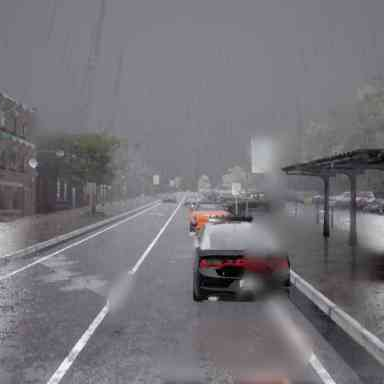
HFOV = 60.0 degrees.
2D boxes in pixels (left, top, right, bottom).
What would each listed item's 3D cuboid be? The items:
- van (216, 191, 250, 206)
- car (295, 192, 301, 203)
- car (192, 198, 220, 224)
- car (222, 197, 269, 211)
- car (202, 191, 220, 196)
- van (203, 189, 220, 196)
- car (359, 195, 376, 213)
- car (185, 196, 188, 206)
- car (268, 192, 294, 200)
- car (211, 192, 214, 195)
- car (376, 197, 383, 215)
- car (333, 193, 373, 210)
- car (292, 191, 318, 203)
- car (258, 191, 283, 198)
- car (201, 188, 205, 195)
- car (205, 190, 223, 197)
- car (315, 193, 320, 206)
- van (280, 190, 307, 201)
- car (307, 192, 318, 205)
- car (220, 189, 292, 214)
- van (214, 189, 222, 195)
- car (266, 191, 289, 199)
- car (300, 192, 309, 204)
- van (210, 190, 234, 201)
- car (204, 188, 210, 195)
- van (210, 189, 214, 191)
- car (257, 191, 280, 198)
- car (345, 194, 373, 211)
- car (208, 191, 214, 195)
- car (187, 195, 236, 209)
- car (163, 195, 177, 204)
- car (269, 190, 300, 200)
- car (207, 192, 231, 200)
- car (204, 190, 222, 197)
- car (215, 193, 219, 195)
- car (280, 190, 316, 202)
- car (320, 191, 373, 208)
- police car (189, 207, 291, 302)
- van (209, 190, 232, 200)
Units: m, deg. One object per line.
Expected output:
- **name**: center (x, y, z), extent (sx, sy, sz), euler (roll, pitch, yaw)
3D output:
- **van**: center (5.734, 0.900, 46.871), extent (4.442, 1.987, 1.878), euler (0, 1, 0)
- **car**: center (18.656, 1.119, 50.393), extent (4.792, 1.488, 2.163), euler (0, 1, 0)
- **car**: center (0.925, 1.303, 24.526), extent (1.801, 1.575, 5.366), euler (0, 1, 0)
- **car**: center (5.658, 1.273, 35.658), extent (4.674, 1.452, 2.002), euler (0, 1, 0)
- **car**: center (5.450, 0.365, 94.529), extent (5.008, 1.535, 2.097), euler (0, 1, 0)
- **van**: center (5.348, 0.187, 91.722), extent (4.442, 1.987, 1.878), euler (0, 1, 0)
- **car**: center (18.758, 1.277, 30.965), extent (4.892, 1.521, 2.231), euler (0, 1, 0)
- **car**: center (-0.060, 1.214, 46.852), extent (1.895, 1.301, 4.718), euler (0, 1, 1)
- **car**: center (18.590, 0.812, 69.829), extent (4.792, 1.488, 2.163), euler (0, 1, 0)
- **car**: center (5.637, 1.125, 49.676), extent (4.792, 1.488, 2.163), euler (0, 1, 0)
- **car**: center (18.790, 1.330, 28.191), extent (4.792, 1.488, 2.163), euler (0, 1, 0)
- **car**: center (18.737, 1.226, 36.517), extent (5.008, 1.535, 2.097), euler (0, 1, 0)
- **car**: center (18.704, 1.080, 53.176), extent (4.792, 1.488, 2.163), euler (0, 1, 0)
- **car**: center (18.405, 0.639, 78.154), extent (5.366, 1.575, 1.946), euler (0, 1, 0)
- **car**: center (5.484, 0.397, 77.708), extent (5.566, 2.045, 2.435), euler (0, 1, 0)
- **car**: center (5.462, 0.428, 83.315), extent (4.553, 1.767, 2.185), euler (0, 1, 0)
- **car**: center (18.707, 1.177, 42.067), extent (4.892, 1.521, 2.231), euler (0, 1, 0)
- **van**: center (18.764, 0.697, 61.500), extent (4.442, 1.987, 1.878), euler (0, 1, 0)
- **car**: center (18.699, 1.149, 44.844), extent (5.008, 1.535, 2.097), euler (0, 1, 0)
- **car**: center (5.646, 1.032, 30.049), extent (5.566, 2.045, 2.435), euler (0, 1, 0)
- **van**: center (5.510, 0.930, 44.068), extent (4.442, 1.987, 1.878), euler (0, 1, 0)
- **car**: center (18.640, 0.610, 72.603), extent (4.553, 1.767, 2.185), euler (0, 1, 0)
- **car**: center (18.879, 1.116, 47.622), extent (5.366, 1.575, 1.946), euler (0, 1, 0)
- **van**: center (5.677, 0.658, 63.694), extent (4.442, 1.987, 1.878), euler (0, 1, 0)
- **car**: center (5.542, 0.680, 60.889), extent (5.566, 2.045, 2.435), euler (0, 1, 0)
- **van**: center (5.696, 0.752, 58.090), extent (4.442, 1.987, 1.878), euler (0, 1, 0)
- **car**: center (18.587, 0.597, 80.931), extent (4.892, 1.521, 2.231), euler (0, 1, 0)
- **car**: center (18.747, 1.251, 33.741), extent (5.008, 1.535, 2.097), euler (0, 1, 0)
- **car**: center (5.595, 1.020, 55.286), extent (4.892, 1.521, 2.231), euler (0, 1, 0)
- **car**: center (0.937, 1.254, 18.297), extent (2.097, 1.767, 4.553), euler (0, 1, 0)
- **car**: center (-3.354, 1.126, 51.009), extent (1.994, 1.385, 4.181), euler (0, 1, 0)
- **car**: center (18.657, 0.578, 67.049), extent (5.566, 2.045, 2.435), euler (0, 1, 0)
- **car**: center (5.535, 0.791, 69.304), extent (4.892, 1.521, 2.231), euler (0, 1, 0)
- **car**: center (5.452, 0.381, 86.118), extent (4.553, 1.767, 2.185), euler (0, 1, 0)
- **car**: center (5.631, 1.182, 41.264), extent (5.008, 1.535, 2.097), euler (0, 1, 0)
- **car**: center (18.685, 0.718, 58.723), extent (5.566, 2.045, 2.435), euler (0, 1, 0)
- **car**: center (18.694, 0.950, 39.290), extent (5.566, 2.045, 2.435), euler (0, 1, 0)
- **police car**: center (0.958, 1.401, 8.428), extent (1.930, 1.638, 5.238), euler (0, 0, 0)
- **van**: center (5.667, 0.611, 66.497), extent (4.442, 1.987, 1.878), euler (0, 1, 0)
